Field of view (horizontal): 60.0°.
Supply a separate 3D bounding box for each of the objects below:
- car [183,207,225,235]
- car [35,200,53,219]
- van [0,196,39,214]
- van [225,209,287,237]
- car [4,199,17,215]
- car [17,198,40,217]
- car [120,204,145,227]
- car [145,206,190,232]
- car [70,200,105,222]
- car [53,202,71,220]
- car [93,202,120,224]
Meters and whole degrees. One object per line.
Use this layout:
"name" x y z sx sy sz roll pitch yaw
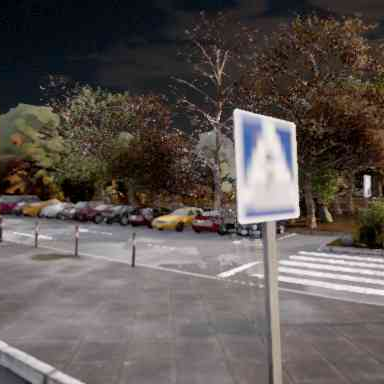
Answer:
"car" 1.883 1.816 21.457 2.163 1.488 4.792 0 0 35
"car" -11.695 1.718 31.098 2.002 1.452 4.674 0 0 35
"van" -18.406 1.401 36.028 1.878 1.987 4.442 0 0 35
"van" 4.057 1.580 19.727 1.878 1.987 4.442 0 0 36
"car" -16.217 1.683 34.321 2.002 1.452 4.674 0 0 36
"car" -13.956 1.660 32.707 2.097 1.535 5.008 0 0 35
"car" -2.638 1.779 24.680 2.163 1.488 4.792 0 0 35
"car" -0.504 1.765 22.894 1.946 1.575 5.366 0 0 36
"car" -7.170 1.713 27.882 2.097 1.535 5.008 0 0 35
"car" -9.415 1.570 29.514 2.185 1.767 4.553 0 0 35
"car" -4.917 1.732 26.262 2.231 1.521 4.892 0 0 35
